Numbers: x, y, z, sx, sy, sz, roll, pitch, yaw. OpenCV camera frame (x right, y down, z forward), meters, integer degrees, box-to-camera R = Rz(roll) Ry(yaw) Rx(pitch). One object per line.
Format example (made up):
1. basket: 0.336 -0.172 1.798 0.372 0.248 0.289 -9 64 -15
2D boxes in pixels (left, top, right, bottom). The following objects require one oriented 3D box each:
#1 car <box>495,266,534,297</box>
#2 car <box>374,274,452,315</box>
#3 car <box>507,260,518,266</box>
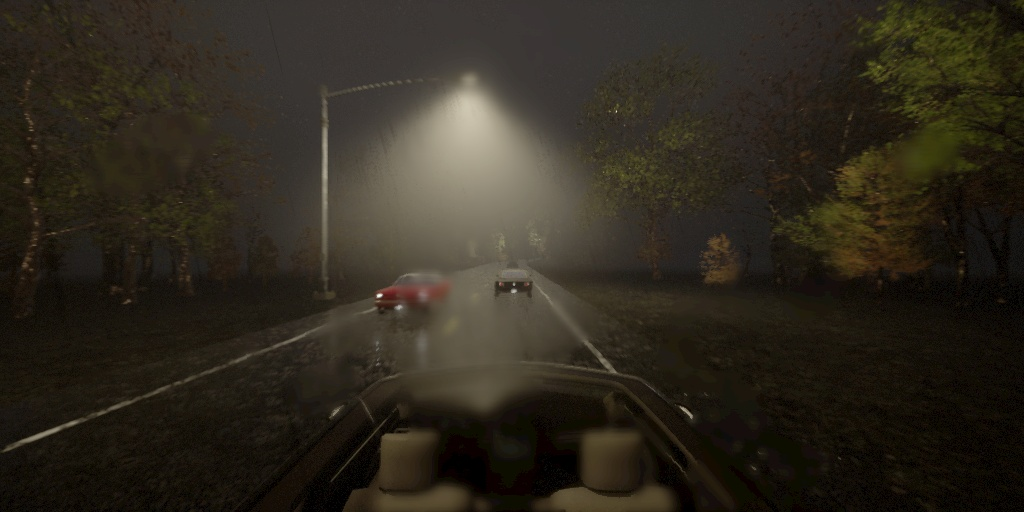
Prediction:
1. car: 0.099 1.381 19.278 1.895 1.301 4.718 0 0 0
2. car: -3.597 1.372 13.806 1.895 1.301 4.718 0 0 0
3. car: 0.096 1.419 62.856 1.994 1.385 4.181 0 0 0
